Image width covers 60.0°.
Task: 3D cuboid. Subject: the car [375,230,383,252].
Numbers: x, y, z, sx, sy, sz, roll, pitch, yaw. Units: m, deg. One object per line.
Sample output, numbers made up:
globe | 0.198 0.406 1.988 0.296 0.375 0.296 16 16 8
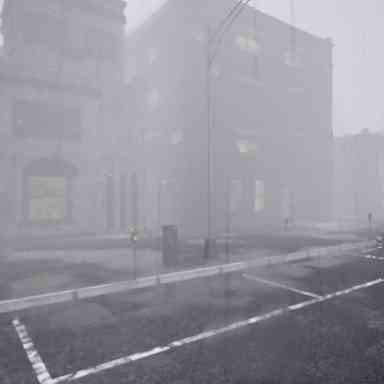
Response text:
car | 8.759 1.594 12.815 4.403 1.369 2.008 0 -1 -36
